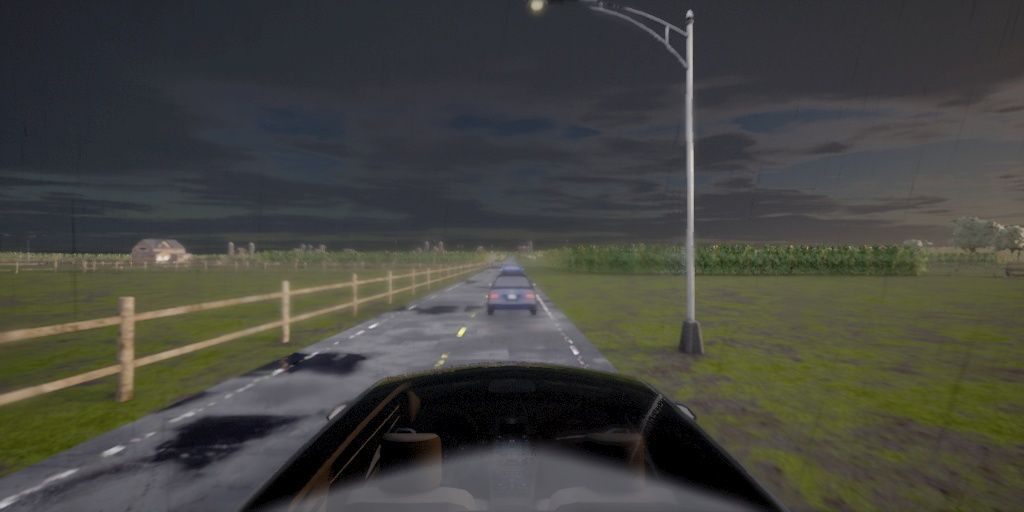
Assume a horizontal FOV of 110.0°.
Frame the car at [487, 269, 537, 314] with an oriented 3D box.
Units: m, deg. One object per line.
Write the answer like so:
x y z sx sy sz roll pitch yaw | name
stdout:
0.007 1.422 14.372 2.033 1.411 5.357 0 -1 0 | car

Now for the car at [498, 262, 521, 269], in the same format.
0.022 1.509 31.088 1.882 1.535 5.008 0 0 0 | car
